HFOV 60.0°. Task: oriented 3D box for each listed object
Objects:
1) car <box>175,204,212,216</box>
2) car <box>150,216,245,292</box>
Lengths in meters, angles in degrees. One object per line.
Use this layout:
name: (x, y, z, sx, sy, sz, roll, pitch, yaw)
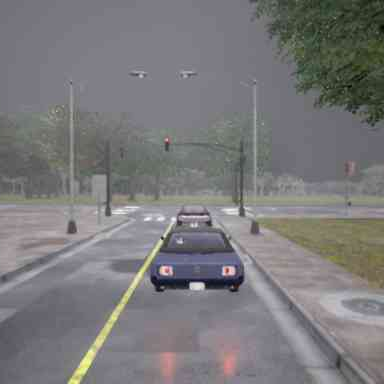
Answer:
car: (0.105, 1.388, 18.320, 2.128, 1.511, 4.902, 0, 0, 0)
car: (0.101, 1.543, 8.695, 1.895, 1.301, 4.718, 0, 0, 0)
